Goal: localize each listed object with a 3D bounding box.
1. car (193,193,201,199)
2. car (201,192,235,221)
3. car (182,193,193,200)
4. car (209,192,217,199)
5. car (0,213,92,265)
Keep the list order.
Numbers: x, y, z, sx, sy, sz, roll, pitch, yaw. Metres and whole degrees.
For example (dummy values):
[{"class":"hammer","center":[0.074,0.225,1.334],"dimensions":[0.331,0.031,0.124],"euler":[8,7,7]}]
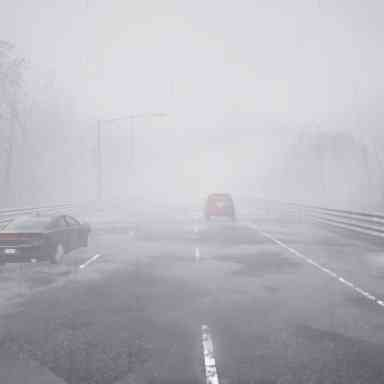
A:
[{"class":"car","center":[1.937,1.266,85.916],"dimensions":[1.895,1.301,4.718],"euler":[-1,0,6]},{"class":"car","center":[2.068,1.091,26.143],"dimensions":[2.150,2.045,5.566],"euler":[-1,0,1]},{"class":"car","center":[-1.591,1.249,85.775],"dimensions":[2.033,1.411,5.357],"euler":[-1,0,6]},{"class":"car","center":[5.489,0.988,86.347],"dimensions":[2.097,1.767,4.553],"euler":[-1,0,6]},{"class":"car","center":[-5.048,1.480,11.732],"dimensions":[1.882,1.535,5.008],"euler":[-1,0,0]}]
